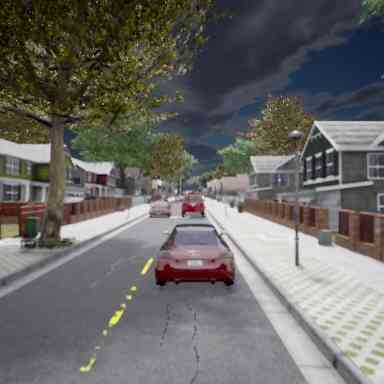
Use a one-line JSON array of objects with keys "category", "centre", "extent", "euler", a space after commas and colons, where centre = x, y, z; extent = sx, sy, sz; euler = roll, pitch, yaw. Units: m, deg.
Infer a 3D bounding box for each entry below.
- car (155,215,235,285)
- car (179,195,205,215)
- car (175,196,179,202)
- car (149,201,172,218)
[{"category": "car", "centre": [0.082, 1.605, 9.650], "extent": [1.994, 1.385, 4.181], "euler": [0, 0, 0]}, {"category": "car", "centre": [0.102, 1.281, 32.659], "extent": [2.150, 2.045, 5.566], "euler": [0, 0, 0]}, {"category": "car", "centre": [-2.739, 1.500, 72.361], "extent": [1.812, 1.442, 4.674], "euler": [0, 0, 0]}, {"category": "car", "centre": [-2.844, 1.587, 30.884], "extent": [1.812, 1.442, 4.674], "euler": [0, 0, 0]}]
